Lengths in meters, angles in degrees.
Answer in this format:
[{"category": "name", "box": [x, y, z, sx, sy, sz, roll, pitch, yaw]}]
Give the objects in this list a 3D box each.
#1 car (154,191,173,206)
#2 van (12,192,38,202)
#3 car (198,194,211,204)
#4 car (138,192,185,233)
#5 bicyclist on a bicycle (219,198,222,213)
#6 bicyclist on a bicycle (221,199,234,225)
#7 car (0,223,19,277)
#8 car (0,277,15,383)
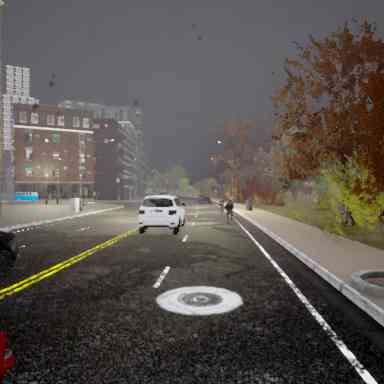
[{"category": "car", "box": [-4.039, 0.825, 48.232, 2.150, 2.045, 5.566, 0, 0, 1]}, {"category": "van", "box": [-28.418, 0.887, 56.991, 3.998, 1.788, 1.690, 1, -1, -29]}, {"category": "car", "box": [2.564, 1.476, 63.329, 1.837, 1.490, 4.892, 0, 0, 0]}, {"category": "car", "box": [-1.665, 1.218, 19.611, 2.150, 2.045, 5.566, 0, 0, 3]}, {"category": "bicyclist on a bicycle", "box": [2.997, 1.443, 33.655, 0.582, 1.620, 1.656, 0, 0, 2]}, {"category": "bicyclist on a bicycle", "box": [2.537, 1.365, 22.604, 0.659, 1.776, 1.843, 0, 0, 3]}, {"category": "car", "box": [-5.890, 1.491, 7.364, 2.128, 1.511, 4.902, 0, 0, 4]}, {"category": "car", "box": [-2.903, 1.601, 1.306, 1.895, 1.301, 4.718, 0, 0, 5]}]
